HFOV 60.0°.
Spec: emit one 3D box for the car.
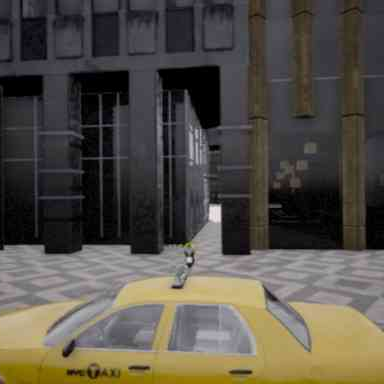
[{"bbox_3d":[-0.388,1.532,3.595,4.829,1.417,1.752,-1,0,6],"label":"car"}]
